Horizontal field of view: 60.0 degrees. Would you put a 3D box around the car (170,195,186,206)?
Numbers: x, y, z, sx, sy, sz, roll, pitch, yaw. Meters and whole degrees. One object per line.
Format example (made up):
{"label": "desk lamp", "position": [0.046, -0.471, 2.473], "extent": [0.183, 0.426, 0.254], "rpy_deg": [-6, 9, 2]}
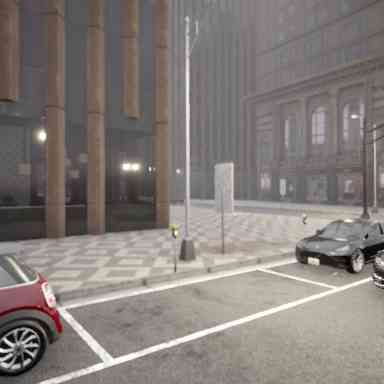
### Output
{"label": "car", "position": [-2.791, 0.982, 41.303], "extent": [1.895, 1.301, 4.718], "rpy_deg": [0, 1, -36]}

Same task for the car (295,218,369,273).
{"label": "car", "position": [5.095, 1.517, 10.405], "extent": [4.313, 1.339, 1.947], "rpy_deg": [0, 0, -36]}

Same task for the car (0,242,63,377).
{"label": "car", "position": [-3.832, 1.446, 3.896], "extent": [4.097, 1.590, 1.967], "rpy_deg": [0, 0, -36]}

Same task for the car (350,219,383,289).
{"label": "car", "position": [6.098, 1.447, 7.657], "extent": [4.902, 1.511, 2.128], "rpy_deg": [0, 0, -34]}
